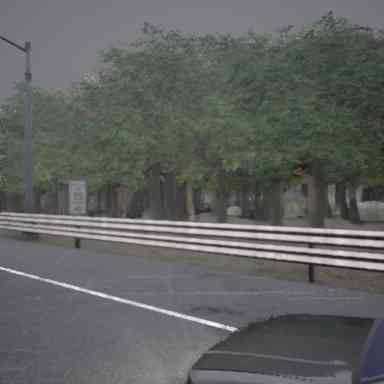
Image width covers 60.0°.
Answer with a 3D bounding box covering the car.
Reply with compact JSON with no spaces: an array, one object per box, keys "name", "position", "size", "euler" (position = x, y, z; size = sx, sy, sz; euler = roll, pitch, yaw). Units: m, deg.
[{"name":"car","position":[2.478,1.537,2.093],"size":[5.357,1.411,2.033],"euler":[-1,-1,36]}]
